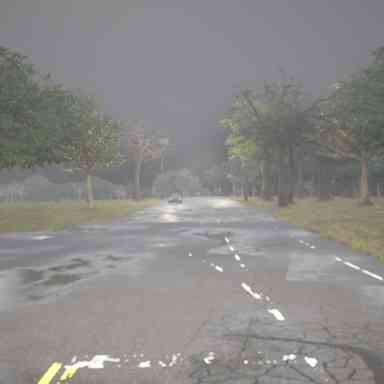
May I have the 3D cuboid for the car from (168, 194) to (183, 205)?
[{"bbox_3d":[-2.658,1.065,54.005,2.097,1.767,4.553,-1,1,1],"label":"car"}]
